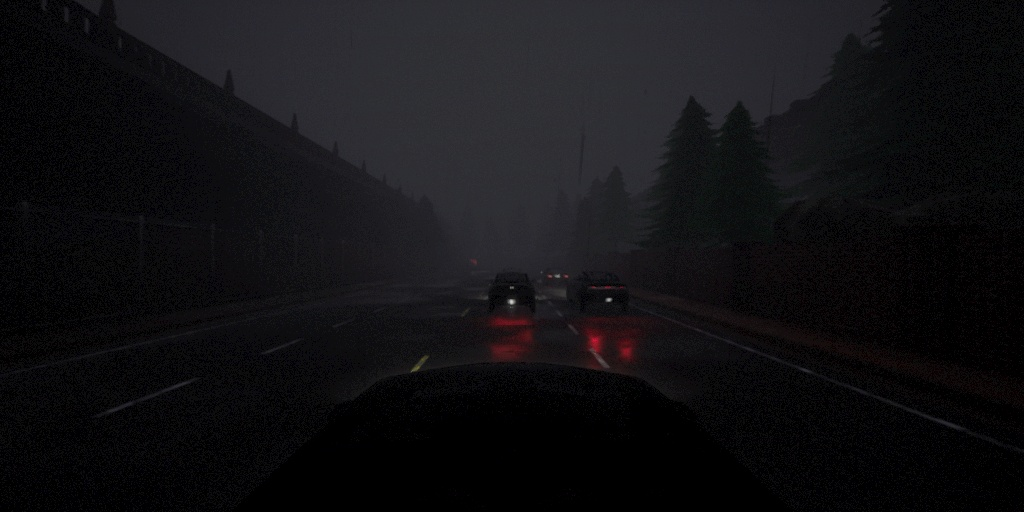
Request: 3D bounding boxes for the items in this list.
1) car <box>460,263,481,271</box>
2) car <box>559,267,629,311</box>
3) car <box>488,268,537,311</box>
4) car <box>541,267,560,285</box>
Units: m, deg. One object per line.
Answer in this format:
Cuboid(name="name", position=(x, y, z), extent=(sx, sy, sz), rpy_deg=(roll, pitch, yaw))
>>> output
Cuboid(name="car", position=(-7.454, 1.959, 64.055), extent=(1.812, 1.442, 4.674), rpy_deg=(1, -1, -42))
Cuboid(name="car", position=(3.514, 1.393, 15.354), extent=(2.128, 1.511, 4.902), rpy_deg=(0, 0, 0))
Cuboid(name="car", position=(0.014, 1.407, 15.345), extent=(1.837, 1.490, 4.892), rpy_deg=(0, 0, 0))
Cuboid(name="car", position=(3.484, 1.601, 29.361), extent=(2.033, 1.411, 5.357), rpy_deg=(0, -1, 0))
